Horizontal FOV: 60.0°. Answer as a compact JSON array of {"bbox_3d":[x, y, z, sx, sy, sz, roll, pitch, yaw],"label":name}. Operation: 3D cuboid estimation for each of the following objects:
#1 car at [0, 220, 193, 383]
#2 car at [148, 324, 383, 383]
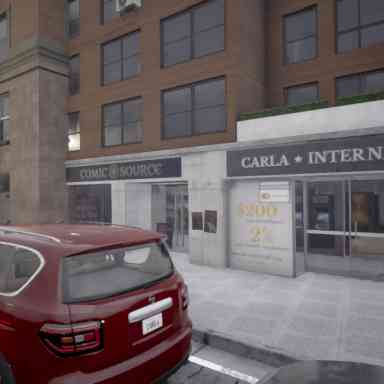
[{"bbox_3d":[-2.314,1.318,4.509,5.009,1.841,2.192,0,-1,35],"label":"car"},{"bbox_3d":[2.148,1.550,1.325,4.403,1.369,2.008,0,-1,35],"label":"car"}]
